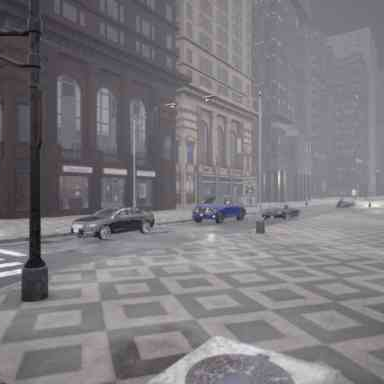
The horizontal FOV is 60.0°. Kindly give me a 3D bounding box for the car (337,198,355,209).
[{"bbox_3d":[22.853,1.677,49.434,1.812,1.442,4.674,0,0,36],"label":"car"}]

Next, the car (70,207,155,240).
[{"bbox_3d":[-3.995,1.533,17.409,2.128,1.511,4.902,0,0,34],"label":"car"}]

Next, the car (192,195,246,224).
[{"bbox_3d":[2.253,1.295,26.135,2.150,2.045,5.566,0,0,35],"label":"car"}]

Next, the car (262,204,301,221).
[{"bbox_3d":[7.659,1.683,28.189,1.895,1.301,4.718,0,0,36],"label":"car"}]
